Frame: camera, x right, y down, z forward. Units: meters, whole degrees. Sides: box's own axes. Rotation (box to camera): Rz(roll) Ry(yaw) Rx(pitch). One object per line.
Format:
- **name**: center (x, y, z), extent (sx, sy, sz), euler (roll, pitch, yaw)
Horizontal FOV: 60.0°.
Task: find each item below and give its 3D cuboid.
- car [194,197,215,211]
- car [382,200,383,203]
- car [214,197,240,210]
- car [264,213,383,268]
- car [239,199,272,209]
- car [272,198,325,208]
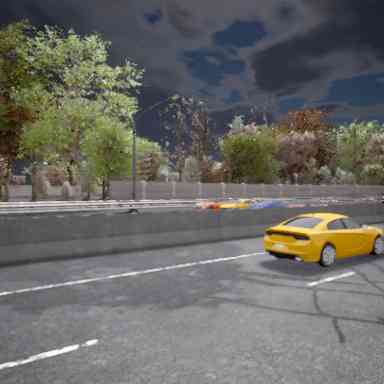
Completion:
- **car**: center (2.379, 1.341, 35.428), extent (4.553, 1.767, 2.097), euler (0, 0, -37)
- **car**: center (36.075, 1.520, 59.744), extent (4.674, 1.442, 1.812), euler (0, 0, -36)
- **car**: center (4.995, 1.466, 33.365), extent (5.008, 1.535, 1.882), euler (0, 0, -35)
- **car**: center (4.639, 1.471, 11.367), extent (5.008, 1.535, 1.882), euler (0, 0, -35)
- **car**: center (7.040, 1.466, 30.524), extent (5.008, 1.535, 1.882), euler (0, 0, -35)
- **car**: center (9.251, 1.341, 27.802), extent (4.553, 1.767, 2.097), euler (0, 0, -36)
